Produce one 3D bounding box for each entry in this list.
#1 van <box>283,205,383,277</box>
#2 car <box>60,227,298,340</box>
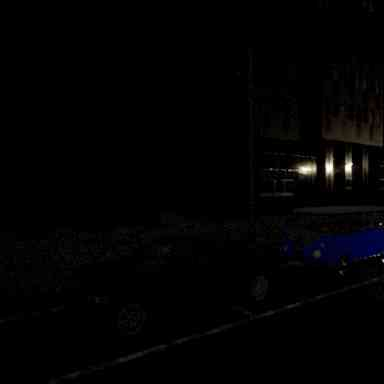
[{"bbox_3d":[4.382,1.301,9.773,3.998,1.788,1.690,0,0,-35],"label":"van"},{"bbox_3d":[-0.191,1.529,6.511,4.507,1.381,1.887,0,0,-35],"label":"car"}]
